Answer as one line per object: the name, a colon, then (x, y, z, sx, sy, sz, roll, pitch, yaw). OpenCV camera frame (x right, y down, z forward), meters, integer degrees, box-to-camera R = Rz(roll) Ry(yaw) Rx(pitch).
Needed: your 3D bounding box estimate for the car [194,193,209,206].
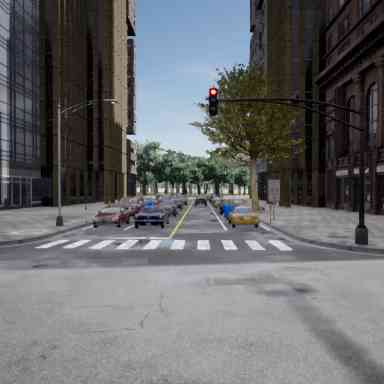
car: (1.455, 1.419, 54.517, 1.837, 1.490, 4.892, 0, 0, 1)

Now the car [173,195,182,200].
car: (-3.695, 1.375, 84.427, 1.887, 1.381, 4.507, 0, 0, 1)

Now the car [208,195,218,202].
car: (4.554, 1.414, 72.870, 2.008, 1.369, 4.403, -1, 0, 1)

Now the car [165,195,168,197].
car: (-4.654, 1.491, 44.682, 2.008, 1.369, 4.403, -1, 0, 1)

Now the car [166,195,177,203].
car: (-4.106, 1.425, 67.393, 1.887, 1.381, 4.507, 0, 0, 1)

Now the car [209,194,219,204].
car: (4.006, 1.471, 50.160, 1.887, 1.381, 4.507, -1, 0, 1)

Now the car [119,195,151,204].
car: (-5.068, 1.290, 27.647, 2.192, 1.841, 5.009, -1, 0, 1)

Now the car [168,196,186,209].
car: (-2.056, 1.549, 41.160, 1.895, 1.301, 4.718, 0, 0, 1)

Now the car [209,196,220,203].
car: (4.416, 1.431, 67.193, 2.008, 1.369, 4.403, -1, 0, 1)

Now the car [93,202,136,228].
car: (-5.202, 1.565, 21.968, 1.802, 1.307, 4.206, -1, 0, 1)

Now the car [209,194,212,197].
car: (4.143, 1.462, 55.838, 2.008, 1.369, 4.403, -1, 0, 1)

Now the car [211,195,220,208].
car: (3.873, 1.465, 44.653, 1.752, 1.417, 4.829, -1, 0, 1)

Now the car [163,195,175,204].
car: (-4.244, 1.336, 61.715, 1.967, 1.590, 4.097, 0, 0, 1)

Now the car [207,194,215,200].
car: (4.831, 1.355, 84.395, 1.752, 1.417, 4.829, 0, 0, 1)

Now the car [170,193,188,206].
car: (-1.742, 1.275, 52.222, 2.097, 1.767, 4.553, 0, 0, 2)

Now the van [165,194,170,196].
van: (-4.382, 1.252, 56.037, 1.690, 1.788, 3.998, 0, 0, 1)

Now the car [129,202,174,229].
car: (-2.529, 1.584, 21.901, 1.895, 1.301, 4.718, 0, 0, 1)

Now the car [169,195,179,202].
car: (-3.969, 1.446, 73.071, 1.802, 1.307, 4.206, 0, 0, 1)

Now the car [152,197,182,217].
car: (-2.299, 1.474, 31.238, 1.837, 1.490, 4.892, 0, 0, 2)

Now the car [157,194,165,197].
car: (-4.794, 1.269, 39.003, 2.192, 1.841, 5.009, -1, 0, 1)

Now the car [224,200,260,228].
car: (3.324, 1.508, 21.941, 1.752, 1.417, 4.829, -1, 0, 1)

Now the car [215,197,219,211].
car: (3.595, 1.531, 33.128, 1.947, 1.339, 4.313, -1, 0, 1)

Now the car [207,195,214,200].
car: (4.965, 1.378, 89.903, 1.947, 1.339, 4.313, 0, 0, 1)

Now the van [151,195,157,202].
van: (-4.931, 1.306, 33.325, 1.690, 1.788, 3.998, -1, 0, 1)

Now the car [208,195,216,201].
car: (4.691, 1.429, 78.548, 1.802, 1.307, 4.206, 0, 0, 1)

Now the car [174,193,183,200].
car: (-3.560, 1.128, 90.104, 2.192, 1.841, 5.009, 0, 0, 1)

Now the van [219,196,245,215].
van: (3.455, 1.316, 27.450, 1.690, 1.788, 3.998, -1, 0, 1)
